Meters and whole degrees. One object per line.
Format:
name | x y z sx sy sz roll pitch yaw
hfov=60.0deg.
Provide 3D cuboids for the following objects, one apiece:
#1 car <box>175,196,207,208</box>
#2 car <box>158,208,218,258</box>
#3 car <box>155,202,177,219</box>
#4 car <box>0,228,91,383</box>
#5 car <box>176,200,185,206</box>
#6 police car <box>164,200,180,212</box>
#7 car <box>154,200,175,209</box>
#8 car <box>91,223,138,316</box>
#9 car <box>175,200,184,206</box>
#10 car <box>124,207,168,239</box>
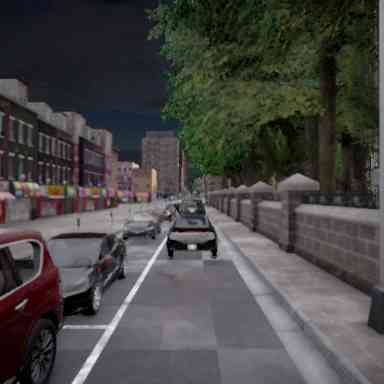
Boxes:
car | 0.022 1.525 27.584 2.150 2.045 5.566 0 0 0
car | 0.023 1.640 13.504 2.128 1.511 4.902 0 0 0
car | -2.628 1.812 34.095 1.967 1.590 4.097 0 -1 0
car | -2.654 1.343 2.477 2.192 1.841 5.009 0 -1 0
car | -2.597 2.376 74.374 1.947 1.339 4.313 0 -1 0
police car | -2.724 1.939 47.125 1.930 1.638 5.238 0 -1 0
car | -2.632 1.754 28.824 1.967 1.590 4.097 0 -1 0
car | -2.650 1.651 7.744 1.947 1.339 4.313 0 -1 0
car | -2.599 2.352 70.712 1.802 1.307 4.206 0 -1 0
car | -2.641 1.750 18.284 2.008 1.369 4.403 0 -1 0
